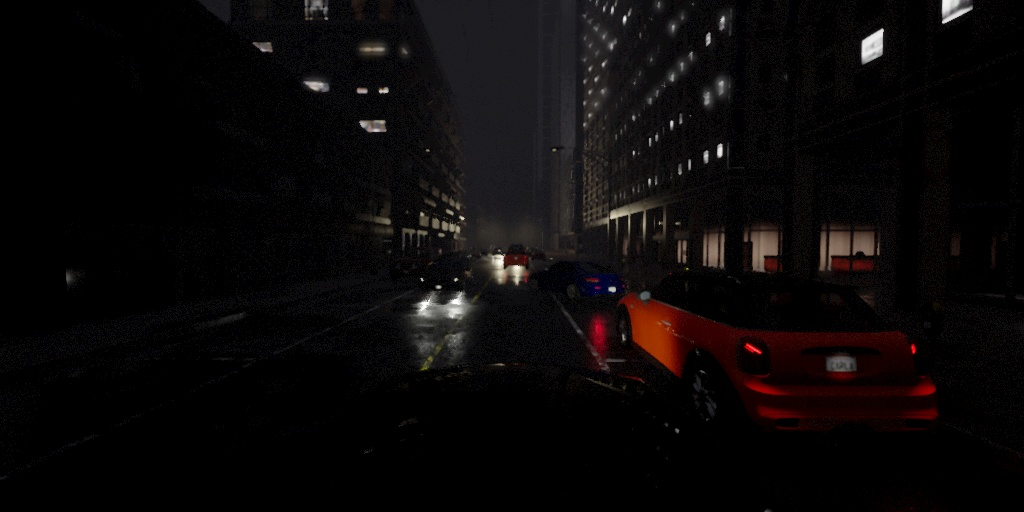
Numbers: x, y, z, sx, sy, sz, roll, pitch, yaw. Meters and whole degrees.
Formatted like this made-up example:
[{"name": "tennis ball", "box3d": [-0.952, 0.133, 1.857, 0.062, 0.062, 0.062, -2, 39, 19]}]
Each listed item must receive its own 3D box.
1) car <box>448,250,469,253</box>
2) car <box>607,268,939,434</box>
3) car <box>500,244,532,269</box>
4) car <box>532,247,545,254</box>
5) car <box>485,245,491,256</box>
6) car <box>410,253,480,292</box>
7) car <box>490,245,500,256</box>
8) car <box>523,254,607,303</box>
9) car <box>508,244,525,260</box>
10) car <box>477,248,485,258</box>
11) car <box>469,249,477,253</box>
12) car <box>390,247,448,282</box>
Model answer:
[{"name": "car", "box3d": [-5.327, 0.271, 32.314, 1.948, 1.339, 4.313, 0, 0, 1]}, {"name": "car", "box3d": [3.156, 0.972, 5.534, 2.097, 1.767, 4.553, 0, 2, 1]}, {"name": "car", "box3d": [0.396, 0.114, 30.658, 2.097, 1.767, 4.553, 0, 2, 2]}, {"name": "car", "box3d": [3.188, -0.088, 43.503, 1.802, 1.307, 4.207, 0, 0, 1]}, {"name": "car", "box3d": [-4.988, -0.698, 60.539, 1.888, 1.381, 4.507, 0, 0, 1]}, {"name": "car", "box3d": [-2.920, 0.772, 17.027, 2.033, 1.411, 5.357, 0, 2, 1]}, {"name": "car", "box3d": [-2.296, -0.681, 60.630, 1.837, 1.490, 4.892, 0, 2, 1]}, {"name": "car", "box3d": [2.383, 0.856, 14.001, 1.812, 1.442, 4.674, -1, 2, -24]}, {"name": "car", "box3d": [0.638, -0.612, 48.406, 2.150, 2.045, 5.566, 0, 2, 1]}, {"name": "car", "box3d": [-5.125, -0.340, 49.078, 1.751, 1.417, 4.829, 0, 0, 1]}, {"name": "car", "box3d": [-5.258, 0.065, 37.958, 2.007, 1.370, 4.403, 0, 0, 1]}, {"name": "car", "box3d": [-5.463, 0.403, 21.024, 2.192, 1.841, 5.009, 0, 0, 1]}]
